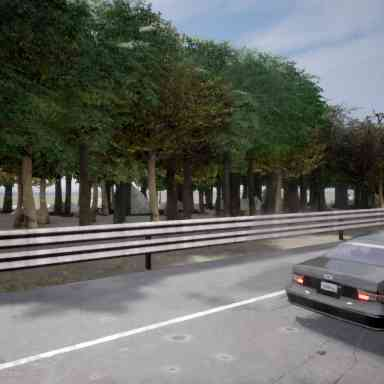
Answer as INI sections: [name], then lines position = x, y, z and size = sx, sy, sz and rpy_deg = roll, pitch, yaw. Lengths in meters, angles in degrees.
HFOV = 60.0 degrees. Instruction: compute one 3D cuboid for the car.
[car]
position = 4.209, 1.547, 6.727
size = 5.357, 1.411, 2.033
rpy_deg = 0, 0, -36
